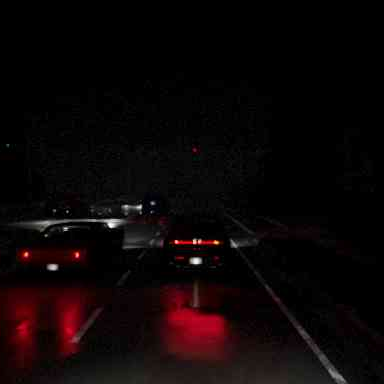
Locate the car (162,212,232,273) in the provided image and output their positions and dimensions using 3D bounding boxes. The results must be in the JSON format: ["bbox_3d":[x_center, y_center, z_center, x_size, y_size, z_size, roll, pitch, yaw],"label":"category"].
[{"bbox_3d":[0.198,1.451,10.496,1.837,1.490,4.892,0,-1,2],"label":"car"}]

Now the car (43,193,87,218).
[{"bbox_3d":[-10.593,1.087,28.399,2.150,2.045,5.566,0,0,0],"label":"car"}]

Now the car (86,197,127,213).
[{"bbox_3d":[-7.092,1.393,27.972,1.812,1.442,4.674,0,0,0],"label":"car"}]

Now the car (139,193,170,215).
[{"bbox_3d":[-3.394,1.071,31.585,2.150,2.045,5.566,0,0,0],"label":"car"}]

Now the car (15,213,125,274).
[{"bbox_3d":[-3.411,1.551,10.381,1.895,1.301,4.718,0,0,0],"label":"car"}]

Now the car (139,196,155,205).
[{"bbox_3d":[-6.993,1.354,52.040,1.895,1.301,4.718,0,0,0],"label":"car"}]

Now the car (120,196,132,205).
[{"bbox_3d":[-10.495,1.281,51.856,1.812,1.442,4.674,0,0,0],"label":"car"}]
